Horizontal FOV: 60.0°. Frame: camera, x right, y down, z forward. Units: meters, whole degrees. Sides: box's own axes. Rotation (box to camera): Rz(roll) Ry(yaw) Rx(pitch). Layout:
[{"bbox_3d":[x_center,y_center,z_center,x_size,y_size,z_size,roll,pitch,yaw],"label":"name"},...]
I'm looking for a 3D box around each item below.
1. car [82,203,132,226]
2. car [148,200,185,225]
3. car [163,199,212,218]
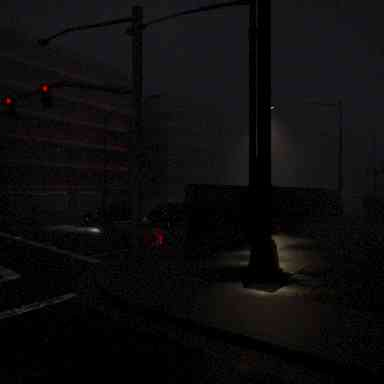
[{"bbox_3d":[-5.619,1.526,23.894,1.812,1.442,4.674,0,0,35],"label":"car"},{"bbox_3d":[-1.176,1.526,23.854,1.812,1.442,4.674,0,0,35],"label":"car"},{"bbox_3d":[-0.312,1.491,31.484,2.128,1.511,4.902,0,0,35],"label":"car"}]
